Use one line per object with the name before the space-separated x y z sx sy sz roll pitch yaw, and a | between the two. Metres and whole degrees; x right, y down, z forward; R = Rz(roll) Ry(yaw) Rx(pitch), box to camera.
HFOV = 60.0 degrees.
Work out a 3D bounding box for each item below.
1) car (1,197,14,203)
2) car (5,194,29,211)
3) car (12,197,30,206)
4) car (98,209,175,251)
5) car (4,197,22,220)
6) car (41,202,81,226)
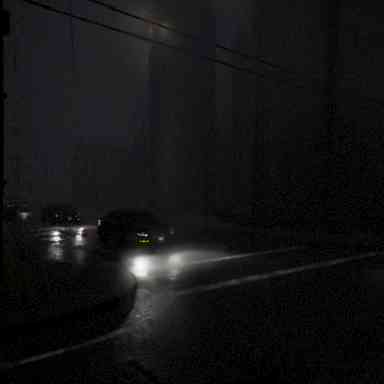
car | -39.183 1.660 70.595 1.895 1.301 4.718 1 0 -36
car | -22.000 1.267 41.225 2.150 2.045 5.566 1 -1 -36
car | -30.045 1.616 58.327 2.033 1.411 5.357 1 0 -36
car | -2.610 1.555 14.738 1.837 1.490 4.892 1 0 -36
car | -16.917 1.493 27.260 4.611 1.667 2.242 1 0 -36
car | -9.610 1.553 24.266 1.837 1.490 4.892 1 0 -36
